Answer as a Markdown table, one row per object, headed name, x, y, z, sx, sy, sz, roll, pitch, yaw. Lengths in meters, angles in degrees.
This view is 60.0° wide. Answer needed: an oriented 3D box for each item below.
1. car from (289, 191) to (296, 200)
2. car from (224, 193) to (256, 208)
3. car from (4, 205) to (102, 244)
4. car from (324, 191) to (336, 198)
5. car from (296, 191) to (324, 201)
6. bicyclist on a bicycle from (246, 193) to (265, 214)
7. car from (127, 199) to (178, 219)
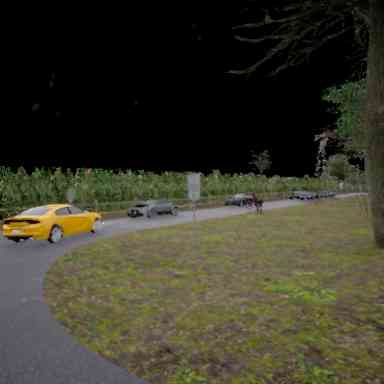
| name | x | y | z | sx | sy | sz | roll | pitch | yaw |
| --- | --- | --- | --- | --- | --- | --- | --- | --- | --- |
| car | 17.172 | 0.526 | 53.020 | 2.033 | 1.411 | 5.357 | -1 | 0 | 36 |
| car | 5.386 | 0.860 | 36.761 | 1.882 | 1.535 | 5.008 | -1 | 0 | 36 |
| car | -5.952 | 1.296 | 14.952 | 1.882 | 1.535 | 5.008 | -2 | 0 | 16 |
| car | 22.825 | 0.400 | 56.181 | 1.895 | 1.301 | 4.718 | -1 | 0 | 36 |
| car | 17.086 | 0.597 | 48.088 | 1.895 | 1.301 | 4.718 | -1 | 0 | 36 |
| bicyclist on a bicycle | 4.929 | 0.929 | 25.863 | 1.656 | 1.620 | 0.582 | 0 | 1 | 36 |
| car | -2.919 | 1.242 | 25.191 | 1.994 | 1.385 | 4.181 | -1 | 0 | 35 |
